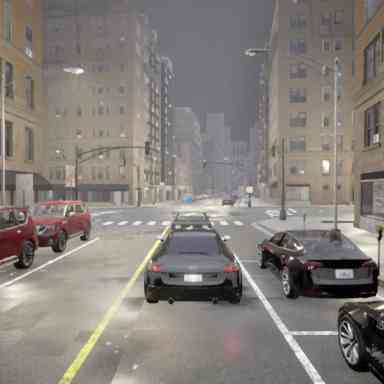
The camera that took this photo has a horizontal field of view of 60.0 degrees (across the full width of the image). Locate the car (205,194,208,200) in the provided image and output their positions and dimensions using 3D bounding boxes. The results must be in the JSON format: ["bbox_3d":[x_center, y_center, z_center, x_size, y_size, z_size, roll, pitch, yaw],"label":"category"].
[{"bbox_3d":[2.283,1.437,86.518,1.802,1.307,4.206,0,0,9],"label":"car"}]

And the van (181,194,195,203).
[{"bbox_3d":[-1.081,1.235,64.789,1.690,1.788,3.998,0,0,9],"label":"van"}]

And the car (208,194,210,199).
[{"bbox_3d":[3.123,1.289,91.951,1.967,1.590,4.097,0,0,9],"label":"car"}]

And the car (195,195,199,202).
[{"bbox_3d":[-0.240,1.322,70.222,1.967,1.590,4.097,0,0,9],"label":"car"}]

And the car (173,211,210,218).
[{"bbox_3d":[-0.023,1.591,16.979,1.895,1.301,4.718,0,0,0],"label":"car"}]

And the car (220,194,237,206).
[{"bbox_3d":[5.663,1.502,52.621,1.947,1.339,4.313,0,0,9],"label":"car"}]

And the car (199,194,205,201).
[{"bbox_3d":[1.416,1.388,80.917,1.752,1.417,4.829,0,0,9],"label":"car"}]

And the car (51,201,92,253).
[{"bbox_3d":[-5.696,1.308,13.768,2.192,1.841,5.009,-1,0,0],"label":"car"}]

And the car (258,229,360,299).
[{"bbox_3d":[2.841,1.562,8.282,1.947,1.339,4.313,-1,0,0],"label":"car"}]

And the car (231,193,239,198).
[{"bbox_3d":[10.706,1.184,85.214,2.192,1.841,5.009,0,0,9],"label":"car"}]

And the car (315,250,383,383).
[{"bbox_3d":[2.851,1.565,2.775,1.947,1.339,4.313,-1,0,0],"label":"car"}]

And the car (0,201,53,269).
[{"bbox_3d":[-5.687,1.311,8.260,2.192,1.841,5.009,-1,0,0],"label":"car"}]

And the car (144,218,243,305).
[{"bbox_3d":[0.038,1.560,8.165,1.994,1.385,4.181,0,0,0],"label":"car"}]

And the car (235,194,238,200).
[{"bbox_3d":[7.345,1.474,63.486,1.947,1.339,4.313,0,0,9],"label":"car"}]
